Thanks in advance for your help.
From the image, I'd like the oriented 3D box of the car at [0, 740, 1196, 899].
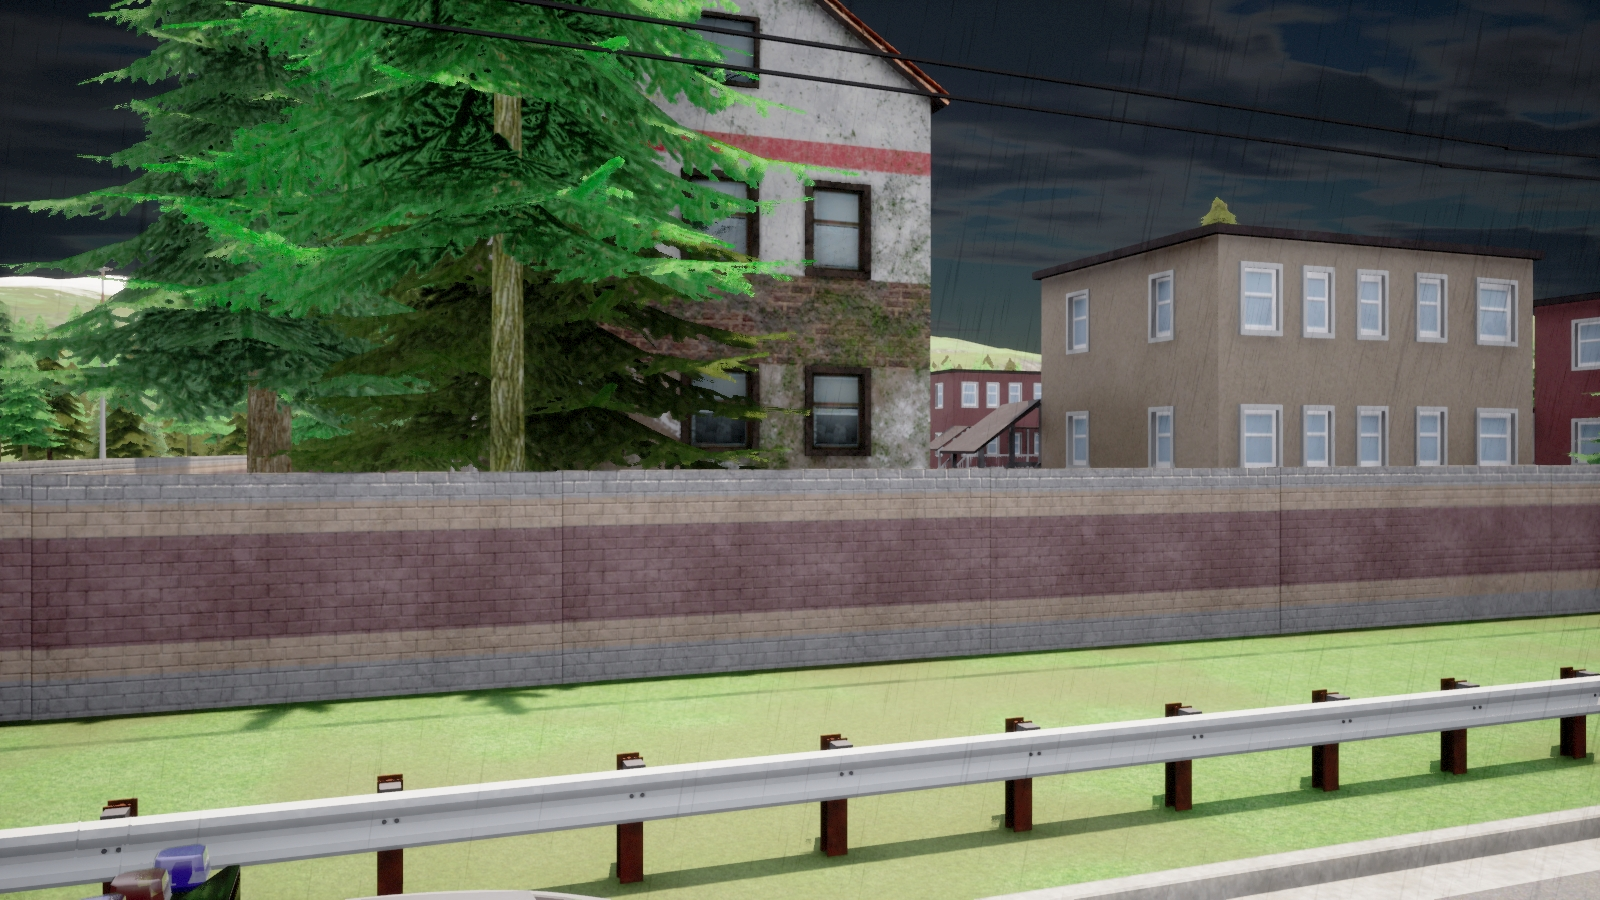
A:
[{"bbox_3d":[-1.671,1.982,2.695,5.238,1.638,2.097,0,0,-20],"label":"car"}]
